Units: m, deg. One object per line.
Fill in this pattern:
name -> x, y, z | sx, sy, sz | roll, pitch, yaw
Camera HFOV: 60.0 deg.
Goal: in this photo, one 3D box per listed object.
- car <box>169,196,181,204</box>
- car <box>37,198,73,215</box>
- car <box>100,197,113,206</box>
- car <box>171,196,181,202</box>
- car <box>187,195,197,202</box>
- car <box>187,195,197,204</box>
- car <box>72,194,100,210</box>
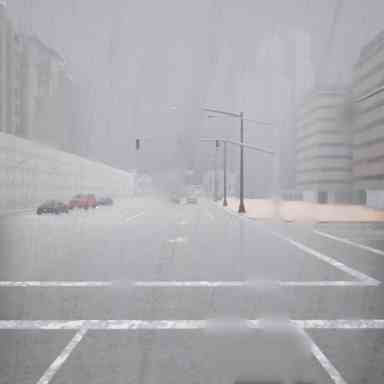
car -> -3.454, 1.546, 64.207 | 1.812, 1.442, 4.674 | 0, 0, 0
car -> -14.116, 1.575, 33.955 | 1.994, 1.385, 4.181 | 0, 0, 0
car -> -14.112, 1.564, 53.716 | 2.033, 1.411, 5.357 | 0, 0, 0
car -> -3.548, 1.618, 74.443 | 1.895, 1.301, 4.718 | 0, 0, 0
car -> -0.048, 1.450, 73.626 | 2.033, 1.411, 5.357 | 0, 0, 0
car -> -0.041, 1.497, 63.208 | 1.882, 1.535, 5.008 | 0, 0, 0
car -> -14.117, 1.235, 43.238 | 2.150, 2.045, 5.566 | 0, 0, 0
